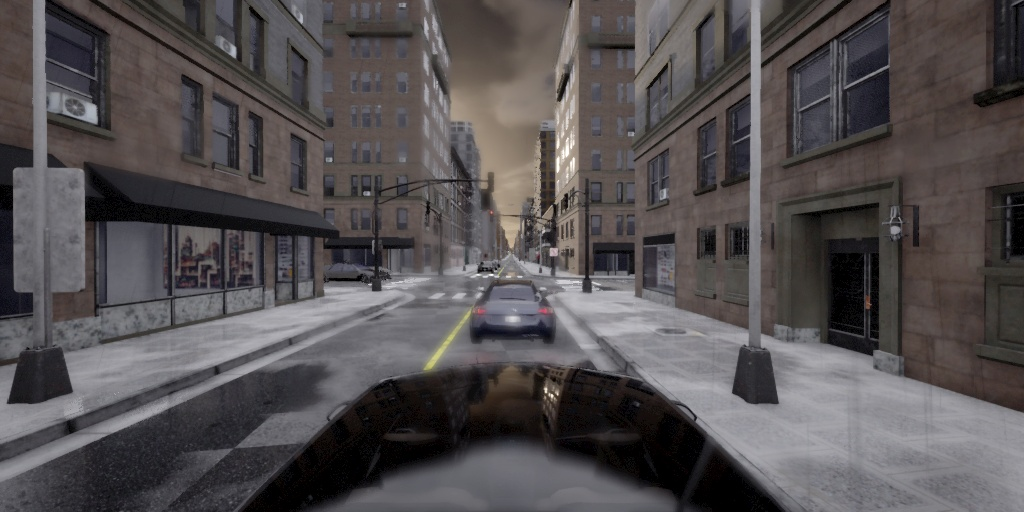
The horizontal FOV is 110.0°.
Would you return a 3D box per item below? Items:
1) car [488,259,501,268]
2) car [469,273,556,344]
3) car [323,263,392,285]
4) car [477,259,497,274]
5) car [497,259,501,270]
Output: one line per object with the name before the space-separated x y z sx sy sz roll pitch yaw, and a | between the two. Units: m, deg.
car | -3.039 1.320 63.301 1.882 1.535 5.008 0 0 0
car | 0.013 1.315 9.627 1.994 1.385 4.181 0 0 0
car | -11.070 1.180 24.568 5.357 1.411 2.033 1 0 6
car | -3.083 1.307 43.070 1.837 1.490 4.892 0 0 0
car | -3.081 1.369 52.892 2.033 1.411 5.357 0 0 0
